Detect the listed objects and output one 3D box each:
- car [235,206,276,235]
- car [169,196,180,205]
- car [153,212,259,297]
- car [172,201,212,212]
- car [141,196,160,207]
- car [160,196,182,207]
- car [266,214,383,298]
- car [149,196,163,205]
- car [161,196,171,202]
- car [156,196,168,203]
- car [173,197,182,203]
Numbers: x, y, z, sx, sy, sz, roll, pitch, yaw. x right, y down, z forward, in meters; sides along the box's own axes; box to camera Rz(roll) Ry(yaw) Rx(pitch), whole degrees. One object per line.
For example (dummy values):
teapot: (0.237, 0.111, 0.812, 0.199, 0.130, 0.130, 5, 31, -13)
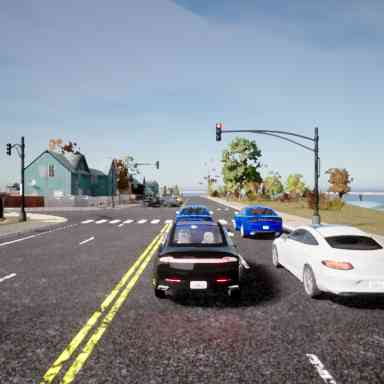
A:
car: (3.391, 1.479, 17.702, 1.882, 1.535, 5.008, 0, 0, 0)
car: (-3.167, 1.521, 61.416, 1.882, 1.535, 5.008, 0, 0, 0)
car: (0.121, 1.491, 8.535, 2.128, 1.511, 4.902, 0, 0, 0)
car: (0.133, 1.479, 18.030, 1.882, 1.535, 5.008, 0, 0, 1)
car: (-6.471, 1.532, 50.320, 1.837, 1.490, 4.892, 0, 0, 0)
car: (-3.182, 1.576, 51.432, 2.033, 1.411, 5.357, 0, 0, 3)
car: (3.366, 1.526, 8.365, 1.812, 1.442, 4.674, 0, 0, 0)
car: (-6.432, 1.545, 59.730, 1.837, 1.490, 4.892, 0, 0, 0)
car: (-6.305, 1.617, 82.205, 2.033, 1.411, 5.357, 0, 0, 0)
car: (-6.334, 1.597, 70.140, 2.033, 1.411, 5.357, 0, 0, 0)
car: (-3.081, 1.655, 71.425, 1.895, 1.301, 4.718, 0, 0, 0)
